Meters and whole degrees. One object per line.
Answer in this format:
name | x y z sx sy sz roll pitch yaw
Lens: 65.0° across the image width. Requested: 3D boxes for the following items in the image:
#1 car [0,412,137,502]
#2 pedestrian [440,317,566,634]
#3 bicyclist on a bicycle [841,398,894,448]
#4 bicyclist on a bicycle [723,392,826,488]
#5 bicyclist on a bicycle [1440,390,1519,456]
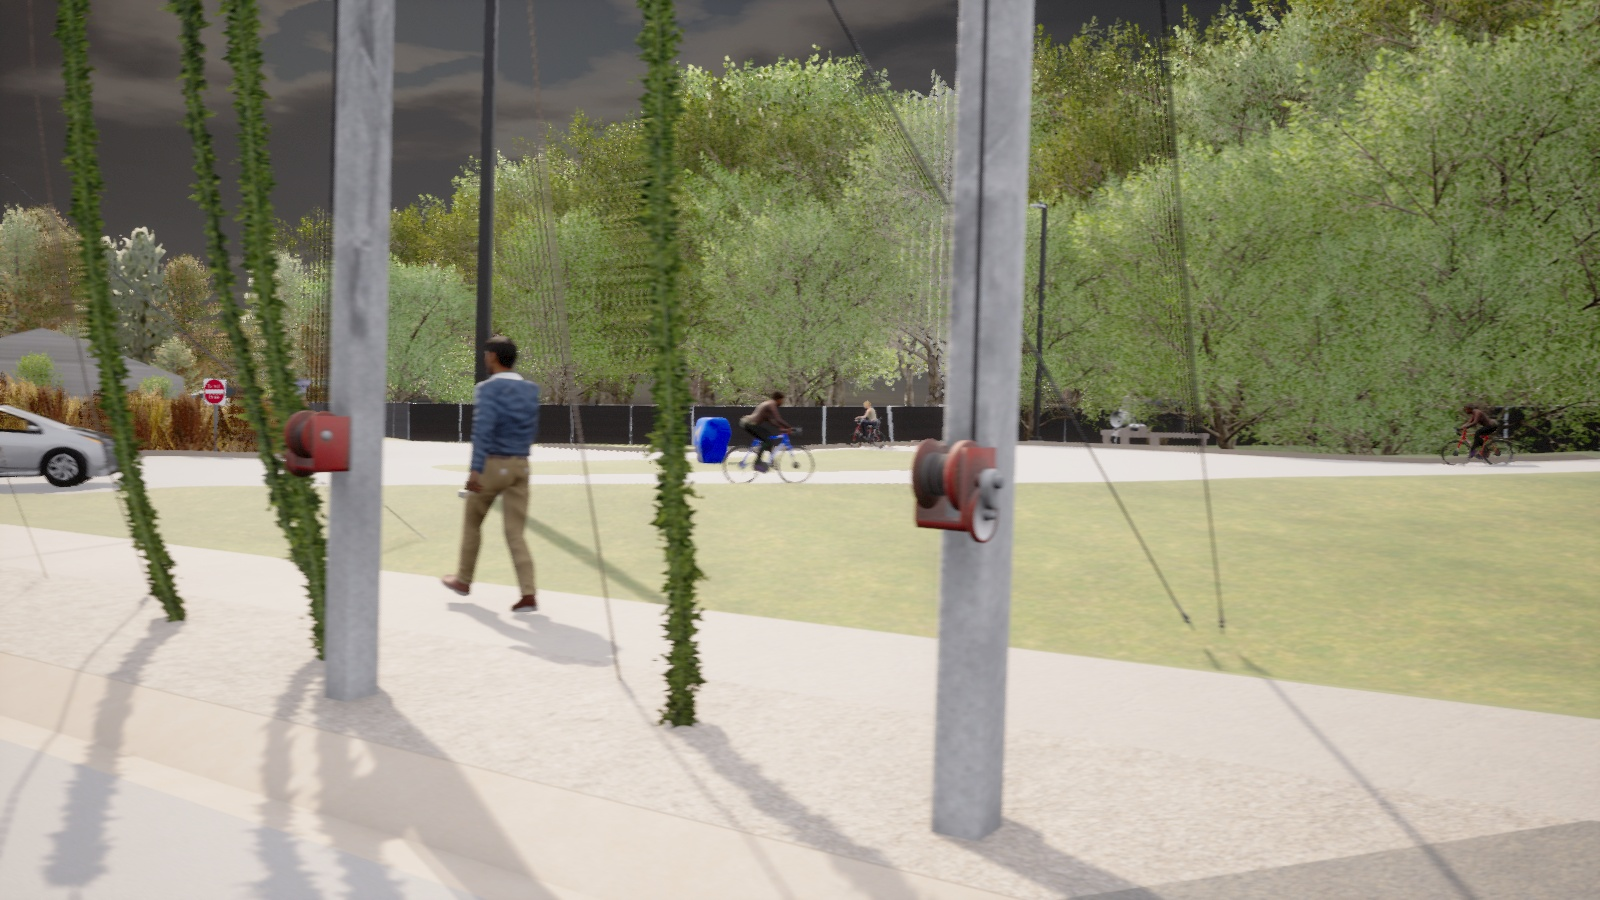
car | -14.581 0.124 22.534 4.514 1.525 2.007 -2 2 -21
pedestrian | -1.937 0.145 8.155 0.788 1.949 0.423 3 2 45
bicyclist on a bicycle | 2.319 -0.910 43.098 1.509 1.612 0.866 -2 3 32
bicyclist on a bicycle | -0.444 -0.185 21.668 1.656 1.620 0.582 -1 1 -17
bicyclist on a bicycle | 17.341 -0.682 32.096 1.656 1.620 0.582 -2 1 18
